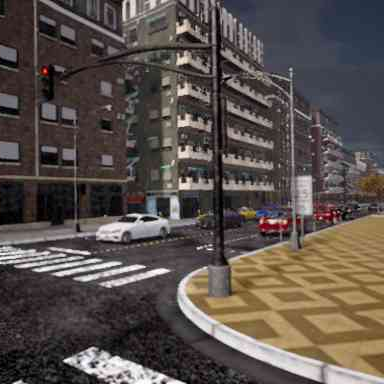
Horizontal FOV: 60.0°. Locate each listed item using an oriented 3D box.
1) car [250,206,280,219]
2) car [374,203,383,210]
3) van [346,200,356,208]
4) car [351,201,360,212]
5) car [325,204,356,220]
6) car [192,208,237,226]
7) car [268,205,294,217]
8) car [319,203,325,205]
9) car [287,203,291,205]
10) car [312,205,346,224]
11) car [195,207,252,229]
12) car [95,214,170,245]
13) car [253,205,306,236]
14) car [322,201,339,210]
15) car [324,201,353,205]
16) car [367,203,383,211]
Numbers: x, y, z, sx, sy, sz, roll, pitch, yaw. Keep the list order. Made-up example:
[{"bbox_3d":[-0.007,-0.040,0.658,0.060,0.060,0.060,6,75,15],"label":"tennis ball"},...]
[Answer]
[{"bbox_3d":[8.716,2.421,39.671,1.947,1.339,4.313,-3,-2,35],"label":"car"},{"bbox_3d":[38.217,2.846,67.295,2.008,1.369,4.403,-3,-2,35],"label":"car"},{"bbox_3d":[41.090,3.090,85.973,1.690,1.788,3.998,-3,-2,35],"label":"van"},{"bbox_3d":[26.600,2.593,55.148,1.837,1.490,4.892,-2,-2,35],"label":"car"},{"bbox_3d":[15.527,2.236,34.907,1.947,1.339,4.313,-3,-2,35],"label":"car"},{"bbox_3d":[2.135,2.199,30.279,1.752,1.417,4.829,-3,-2,35],"label":"car"},{"bbox_3d":[11.957,2.489,44.298,1.887,1.381,4.507,-3,-2,35],"label":"car"},{"bbox_3d":[21.682,2.756,58.179,1.887,1.381,4.507,-3,-2,35],"label":"car"},{"bbox_3d":[8.247,2.204,34.510,1.882,1.535,5.008,-2,-2,35],"label":"car"},{"bbox_3d":[12.285,2.126,30.281,1.887,1.381,4.507,-3,-2,35],"label":"car"},{"bbox_3d":[2.446,2.115,26.242,2.033,1.411,5.357,-2,-2,35],"label":"car"},{"bbox_3d":[-3.093,1.941,18.324,1.812,1.442,4.674,-2,-2,34],"label":"car"},{"bbox_3d":[5.800,1.843,21.031,1.967,1.590,4.097,-3,-2,35],"label":"car"},{"bbox_3d":[28.160,2.705,67.441,2.192,1.841,5.009,-3,-2,35],"label":"car"},{"bbox_3d":[20.624,2.416,46.623,2.128,1.511,4.902,-2,-2,35],"label":"car"},{"bbox_3d":[31.734,2.682,58.041,1.947,1.339,4.313,-3,-2,35],"label":"car"}]
